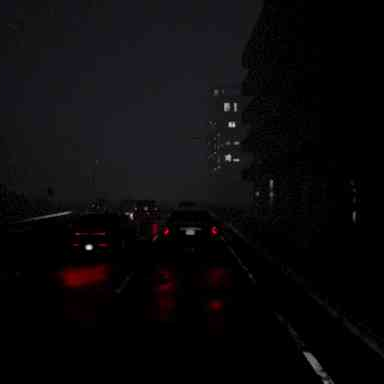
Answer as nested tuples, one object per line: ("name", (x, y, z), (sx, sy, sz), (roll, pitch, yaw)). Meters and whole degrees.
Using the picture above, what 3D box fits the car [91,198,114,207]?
("car", (-10.617, 1.517, 39.702), (1.837, 1.490, 4.892), (0, 0, -2))

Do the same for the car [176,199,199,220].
("car", (-0.413, 1.481, 29.406), (1.882, 1.535, 5.008), (0, 0, -1))

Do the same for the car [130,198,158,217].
("car", (-3.635, 1.355, 28.009), (2.097, 1.767, 4.553), (0, 0, -1))

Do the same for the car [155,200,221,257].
("car", (-0.069, 1.351, 13.021), (2.097, 1.767, 4.553), (0, 0, 0))

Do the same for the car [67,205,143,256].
("car", (-3.321, 1.506, 13.089), (1.837, 1.490, 4.892), (0, 0, 0))

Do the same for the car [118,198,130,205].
("car", (-7.336, 1.487, 38.666), (1.882, 1.535, 5.008), (0, 0, -2))
